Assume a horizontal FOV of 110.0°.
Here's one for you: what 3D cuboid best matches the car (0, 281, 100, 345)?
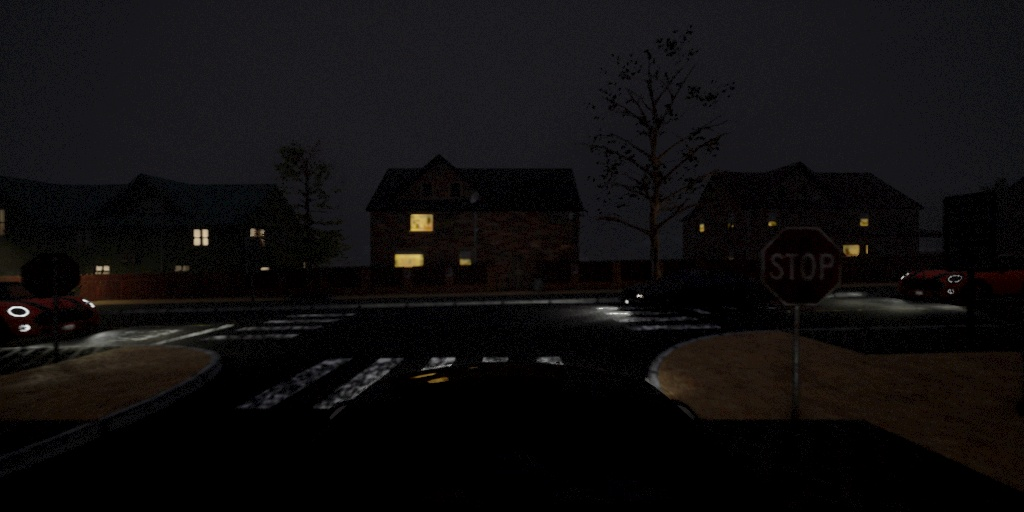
[{"bbox_3d":[-15.036,1.520,10.357,4.553,1.767,2.097,-1,0,0],"label":"car"}]

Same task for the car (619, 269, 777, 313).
[{"bbox_3d":[6.769,1.188,13.039,5.357,1.411,2.033,-1,0,-4],"label":"car"}]

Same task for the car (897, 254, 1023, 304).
[{"bbox_3d":[17.357,0.741,13.320,4.553,1.767,2.097,-1,0,0],"label":"car"}]
